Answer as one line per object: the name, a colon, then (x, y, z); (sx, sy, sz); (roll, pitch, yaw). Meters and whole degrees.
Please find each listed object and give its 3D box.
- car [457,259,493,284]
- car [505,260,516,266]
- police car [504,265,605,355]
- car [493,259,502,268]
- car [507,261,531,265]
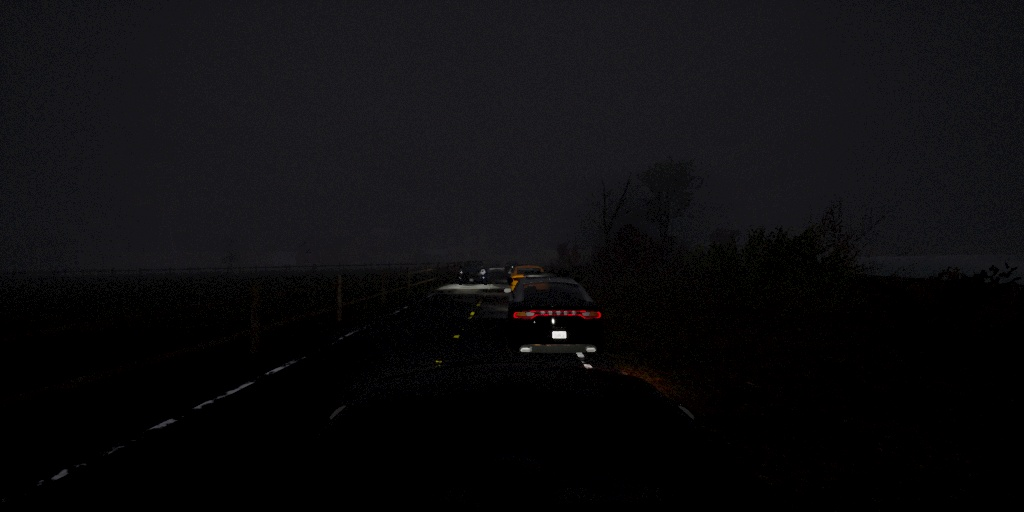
car: (-2.841, 1.105, 27.259); (2.097, 1.767, 4.553); (0, 0, 0)
car: (0.064, 1.335, 46.642); (1.994, 1.385, 4.181); (0, 0, 0)
police car: (0.828, 1.175, 8.853); (1.930, 1.638, 5.238); (0, 0, 0)
car: (-2.726, 1.302, 61.839); (1.837, 1.490, 4.892); (0, 0, 0)
car: (0.832, 1.228, 18.743); (1.882, 1.535, 5.008); (0, 0, 0)
